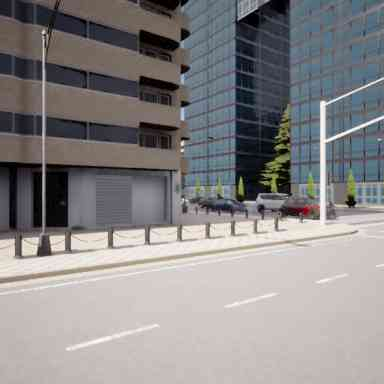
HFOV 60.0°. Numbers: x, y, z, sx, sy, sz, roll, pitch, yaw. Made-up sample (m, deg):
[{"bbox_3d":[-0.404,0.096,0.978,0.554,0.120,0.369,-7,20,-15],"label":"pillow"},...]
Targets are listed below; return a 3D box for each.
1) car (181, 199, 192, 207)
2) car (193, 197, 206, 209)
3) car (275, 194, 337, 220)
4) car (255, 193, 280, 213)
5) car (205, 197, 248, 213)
[{"bbox_3d":[-2.372,1.470,44.092,1.812,1.442,4.674,0,0,-35],"label":"car"},{"bbox_3d":[2.773,1.436,42.839,2.128,1.511,4.902,0,0,-35],"label":"car"},{"bbox_3d":[9.453,1.296,27.188,2.097,1.767,4.553,0,0,-33],"label":"car"},{"bbox_3d":[8.991,1.168,34.072,2.150,2.045,5.566,0,0,-36],"label":"car"},{"bbox_3d":[3.824,1.470,35.296,1.812,1.442,4.674,0,0,-36],"label":"car"}]
